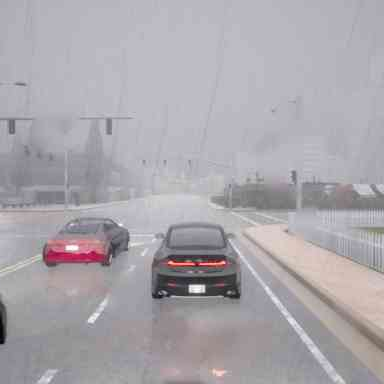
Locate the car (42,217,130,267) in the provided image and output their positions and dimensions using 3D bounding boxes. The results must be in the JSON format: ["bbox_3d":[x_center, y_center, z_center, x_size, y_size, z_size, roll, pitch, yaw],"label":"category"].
[{"bbox_3d":[-3.418,1.564,11.479,1.994,1.385,4.181,0,0,0],"label":"car"}]

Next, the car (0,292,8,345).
[{"bbox_3d":[-3.408,1.492,2.570,2.128,1.511,4.902,0,0,0],"label":"car"}]

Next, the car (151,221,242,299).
[{"bbox_3d":[0.087,1.505,8.440,1.837,1.490,4.892,0,0,0],"label":"car"}]
